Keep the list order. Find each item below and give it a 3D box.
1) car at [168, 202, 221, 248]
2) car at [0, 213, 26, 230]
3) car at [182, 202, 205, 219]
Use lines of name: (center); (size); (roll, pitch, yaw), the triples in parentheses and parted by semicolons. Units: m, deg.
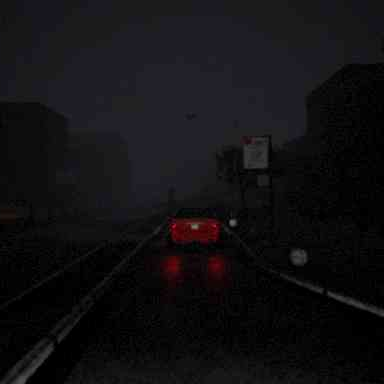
car: (0.119, 1.369, 14.915); (2.097, 1.767, 4.553); (0, 0, 0)
car: (-13.144, 1.547, 20.444); (5.366, 1.575, 1.946); (0, 0, -1)
car: (0.175, 1.725, 32.576); (2.033, 1.411, 5.357); (0, -1, 1)
